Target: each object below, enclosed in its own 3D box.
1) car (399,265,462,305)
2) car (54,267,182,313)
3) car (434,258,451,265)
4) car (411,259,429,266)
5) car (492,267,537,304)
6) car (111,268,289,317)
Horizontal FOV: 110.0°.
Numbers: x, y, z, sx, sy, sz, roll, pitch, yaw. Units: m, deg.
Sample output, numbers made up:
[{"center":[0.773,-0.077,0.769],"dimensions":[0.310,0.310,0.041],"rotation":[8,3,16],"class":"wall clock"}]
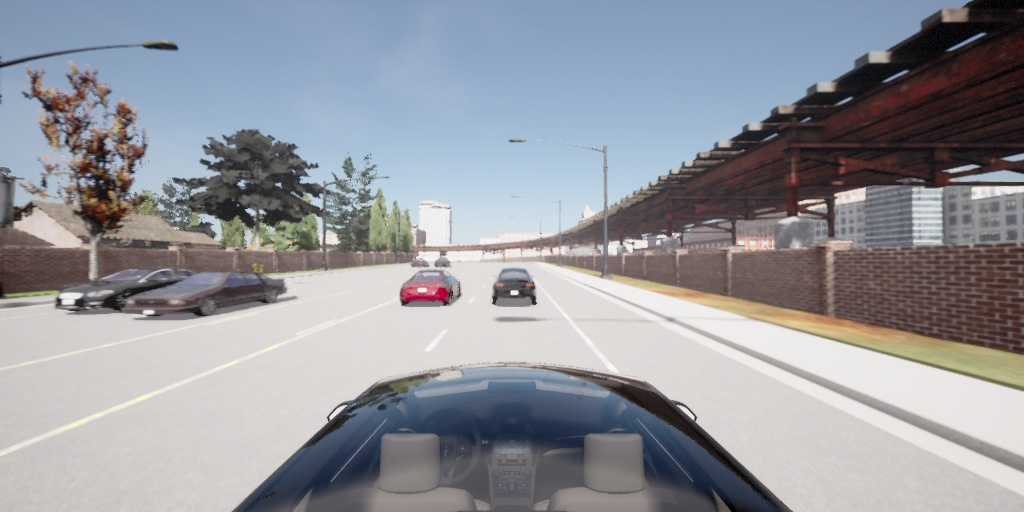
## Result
[{"center":[-3.400,1.257,15.598],"dimensions":[1.994,1.385,4.181],"rotation":[0,0,0],"class":"car"},{"center":[-14.095,1.193,13.847],"dimensions":[2.128,1.511,4.902],"rotation":[0,0,0],"class":"car"},{"center":[-10.558,1.012,54.409],"dimensions":[1.882,1.535,5.008],"rotation":[0,0,0],"class":"car"},{"center":[-14.055,1.096,54.886],"dimensions":[1.994,1.385,4.181],"rotation":[0,0,0],"class":"car"},{"center":[0.086,1.218,15.878],"dimensions":[1.812,1.442,4.674],"rotation":[0,0,0],"class":"car"},{"center":[-10.599,1.251,13.129],"dimensions":[2.033,1.411,5.357],"rotation":[0,0,0],"class":"car"}]
